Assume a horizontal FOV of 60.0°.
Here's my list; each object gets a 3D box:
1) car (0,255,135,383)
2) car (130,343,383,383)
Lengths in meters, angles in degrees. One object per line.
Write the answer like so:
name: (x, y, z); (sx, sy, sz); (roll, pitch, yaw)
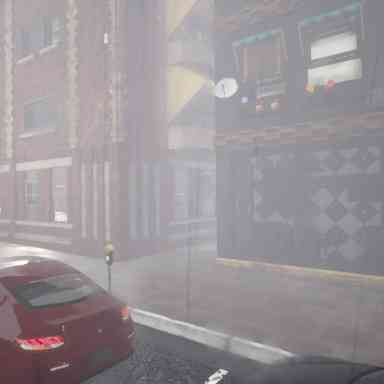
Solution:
car: (-2.633, 1.583, 4.720); (4.206, 1.307, 1.802); (0, -1, 35)
car: (1.975, 1.566, 1.439); (4.313, 1.339, 1.947); (0, -1, 35)
